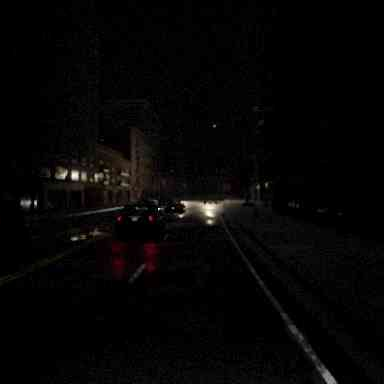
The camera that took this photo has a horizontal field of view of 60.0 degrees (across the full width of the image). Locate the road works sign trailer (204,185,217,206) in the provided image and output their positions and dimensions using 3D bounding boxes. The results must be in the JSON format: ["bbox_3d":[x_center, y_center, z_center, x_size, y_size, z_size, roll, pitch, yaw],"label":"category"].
[{"bbox_3d":[3.248,0.559,58.135,2.380,3.560,2.880,0,0,5],"label":"road works sign trailer"}]

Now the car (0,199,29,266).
[{"bbox_3d":[-6.479,1.224,8.671,2.150,2.045,5.566,0,0,1],"label":"car"}]

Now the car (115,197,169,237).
[{"bbox_3d":[-2.723,1.370,18.397,2.097,1.767,4.553,0,0,2],"label":"car"}]

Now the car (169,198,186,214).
[{"bbox_3d":[-1.744,1.614,35.563,1.994,1.385,4.181,0,0,4],"label":"car"}]

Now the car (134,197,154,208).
[{"bbox_3d":[-7.242,1.585,50.568,1.837,1.490,4.892,0,0,5],"label":"car"}]
